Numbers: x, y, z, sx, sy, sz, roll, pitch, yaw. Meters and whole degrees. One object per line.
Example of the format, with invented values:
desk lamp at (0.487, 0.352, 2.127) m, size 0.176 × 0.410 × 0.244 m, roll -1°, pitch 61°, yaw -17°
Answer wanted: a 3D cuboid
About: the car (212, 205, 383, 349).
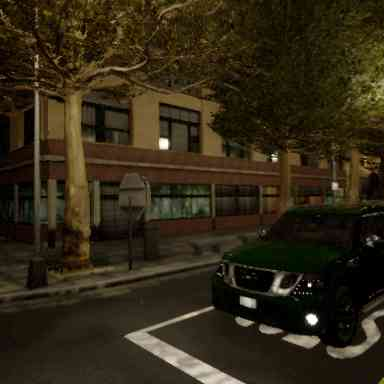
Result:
car at (2.883, 1.320, 6.897) m, size 5.566 × 2.045 × 2.150 m, roll 0°, pitch -1°, yaw -42°
